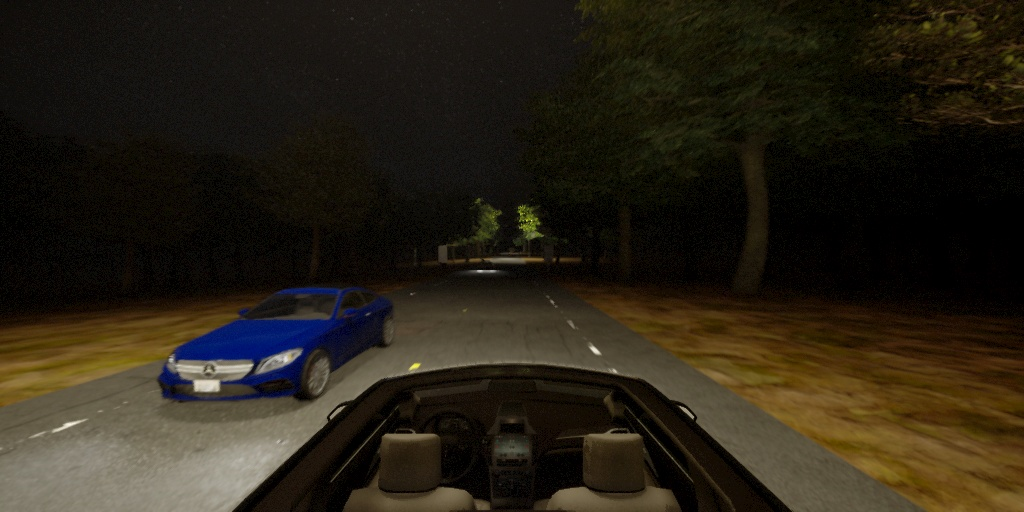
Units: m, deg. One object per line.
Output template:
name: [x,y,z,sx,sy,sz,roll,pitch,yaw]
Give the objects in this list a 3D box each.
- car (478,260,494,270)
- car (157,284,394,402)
car: [-3.535,1.207,49.294,1.994,1.385,4.181,0,0,1]
car: [-3.593,1.277,6.554,1.812,1.442,4.674,0,0,0]
